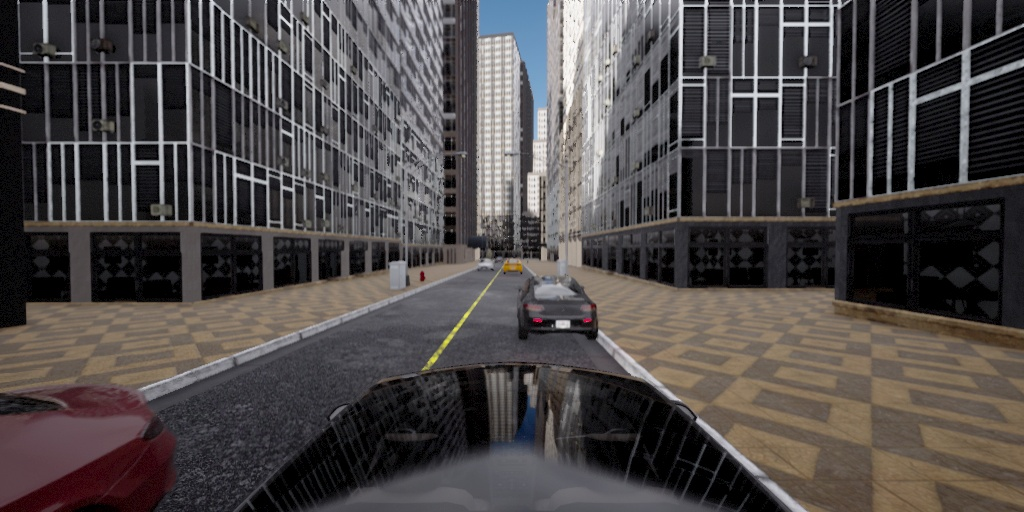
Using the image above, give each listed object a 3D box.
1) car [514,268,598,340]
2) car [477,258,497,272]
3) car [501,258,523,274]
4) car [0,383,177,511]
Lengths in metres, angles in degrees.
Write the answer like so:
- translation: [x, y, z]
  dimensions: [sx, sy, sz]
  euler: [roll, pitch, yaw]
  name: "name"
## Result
- translation: [1.057, 1.234, 9.722]
  dimensions: [1.812, 1.442, 4.674]
  euler: [0, 0, 0]
  name: "car"
- translation: [-3.059, 1.076, 41.903]
  dimensions: [1.812, 1.442, 4.674]
  euler: [0, 0, 0]
  name: "car"
- translation: [0.110, 1.049, 37.379]
  dimensions: [1.882, 1.535, 5.008]
  euler: [0, 0, 0]
  name: "car"
- translation: [-3.102, 1.283, 0.436]
  dimensions: [1.812, 1.442, 4.674]
  euler: [0, 0, 0]
  name: "car"
